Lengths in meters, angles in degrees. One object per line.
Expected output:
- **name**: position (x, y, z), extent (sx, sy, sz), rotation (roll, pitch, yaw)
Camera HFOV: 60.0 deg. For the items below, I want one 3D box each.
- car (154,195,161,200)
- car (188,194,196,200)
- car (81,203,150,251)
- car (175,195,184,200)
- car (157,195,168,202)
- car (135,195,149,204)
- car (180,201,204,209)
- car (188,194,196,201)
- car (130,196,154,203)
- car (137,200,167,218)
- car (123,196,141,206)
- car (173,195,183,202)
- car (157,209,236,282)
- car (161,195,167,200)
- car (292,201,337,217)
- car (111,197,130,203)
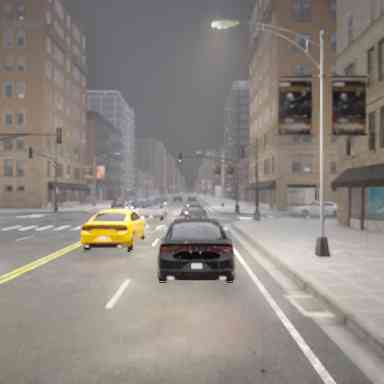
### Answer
- **car**: position (-6.557, 1.506, 53.079), extent (1.812, 1.442, 4.674), rotation (0, 0, 0)
- **car**: position (0.028, 1.309, 84.621), extent (1.882, 1.535, 5.008), rotation (0, 0, 0)
- **car**: position (-3.150, 1.474, 14.169), extent (1.882, 1.535, 5.008), rotation (0, 0, 0)
- **car**: position (-3.222, 1.371, 84.622), extent (2.033, 1.411, 5.357), rotation (0, 0, 0)
- **car**: position (-6.475, 1.456, 73.402), extent (1.837, 1.490, 4.892), rotation (0, 0, 0)
- **car**: position (-9.728, 1.465, 65.063), extent (2.128, 1.511, 4.902), rotation (0, 0, 0)
- **car**: position (0.086, 1.541, 21.989), extent (2.033, 1.411, 5.357), rotation (0, 0, 0)
- **car**: position (0.025, 1.443, 74.201), extent (1.882, 1.535, 5.008), rotation (0, 0, 0)
- **car**: position (-6.570, 1.511, 43.977), extent (1.812, 1.442, 4.674), rotation (0, 0, 0)
- **car**: position (-3.139, 1.593, 27.766), extent (1.895, 1.301, 4.718), rotation (0, 0, 0)
- **car**: position (-9.788, 1.471, 54.830), extent (2.128, 1.511, 4.902), rotation (0, 0, 1)
- **car**: position (-3.225, 1.465, 74.202), extent (1.837, 1.490, 4.892), rotation (0, 0, 0)
- **car**: position (0.105, 1.475, 9.787), extent (1.882, 1.535, 5.008), rotation (0, 0, 0)
- **car**: position (-6.479, 1.522, 63.229), extent (2.033, 1.411, 5.357), rotation (0, 0, 0)
- **car**: position (11.731, 1.555, 30.839), extent (4.674, 1.442, 1.812), rotation (0, 0, 0)
- **car**: position (-9.829, 1.490, 45.646), extent (1.837, 1.490, 4.892), rotation (0, 0, 0)
